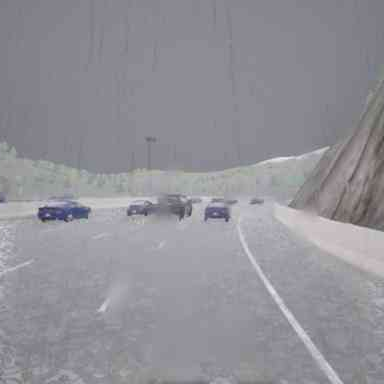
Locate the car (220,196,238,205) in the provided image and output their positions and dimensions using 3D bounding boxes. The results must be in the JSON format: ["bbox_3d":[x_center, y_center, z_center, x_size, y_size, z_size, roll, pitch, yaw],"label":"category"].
[{"bbox_3d":[6.977,1.722,60.483,1.895,1.301,4.718,1,0,22],"label":"car"}]

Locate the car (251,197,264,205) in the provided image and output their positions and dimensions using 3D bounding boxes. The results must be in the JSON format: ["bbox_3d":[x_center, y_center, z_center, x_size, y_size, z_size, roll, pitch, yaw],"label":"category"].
[{"bbox_3d":[12.632,1.713,63.924,1.837,1.490,4.892,0,0,23],"label":"car"}]

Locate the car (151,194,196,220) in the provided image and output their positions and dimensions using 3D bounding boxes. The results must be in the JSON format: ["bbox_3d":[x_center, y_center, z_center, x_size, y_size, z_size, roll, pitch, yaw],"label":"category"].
[{"bbox_3d":[-1.399,1.207,28.610,2.150,2.045,5.566,0,0,11],"label":"car"}]

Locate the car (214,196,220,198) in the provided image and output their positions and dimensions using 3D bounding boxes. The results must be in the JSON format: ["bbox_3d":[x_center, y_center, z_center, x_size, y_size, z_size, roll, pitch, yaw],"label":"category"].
[{"bbox_3d":[5.234,1.573,64.429,1.882,1.535,5.008,0,0,22],"label":"car"}]

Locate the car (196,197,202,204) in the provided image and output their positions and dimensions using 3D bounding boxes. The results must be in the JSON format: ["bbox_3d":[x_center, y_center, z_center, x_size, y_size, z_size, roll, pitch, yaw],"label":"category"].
[{"bbox_3d":[0.594,1.588,62.227,1.994,1.385,4.181,1,0,21],"label":"car"}]

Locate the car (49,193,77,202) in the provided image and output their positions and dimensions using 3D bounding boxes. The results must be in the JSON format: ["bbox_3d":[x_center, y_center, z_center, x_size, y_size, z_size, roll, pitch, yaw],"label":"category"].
[{"bbox_3d":[-22.750,0.998,58.870,2.128,1.511,4.902,1,0,17],"label":"car"}]

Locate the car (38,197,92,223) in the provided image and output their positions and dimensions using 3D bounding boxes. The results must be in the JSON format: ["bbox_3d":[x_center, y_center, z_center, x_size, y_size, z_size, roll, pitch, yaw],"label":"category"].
[{"bbox_3d":[-9.004,1.346,24.041,1.882,1.535,5.008,0,0,8],"label":"car"}]

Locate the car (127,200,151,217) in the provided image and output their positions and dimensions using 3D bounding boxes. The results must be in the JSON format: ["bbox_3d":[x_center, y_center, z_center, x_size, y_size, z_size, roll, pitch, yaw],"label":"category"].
[{"bbox_3d":[-4.434,1.465,30.128,1.812,1.442,4.674,1,0,10],"label":"car"}]

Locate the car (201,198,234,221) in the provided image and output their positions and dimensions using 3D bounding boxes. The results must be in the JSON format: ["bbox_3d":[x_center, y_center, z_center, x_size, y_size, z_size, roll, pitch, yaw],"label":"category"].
[{"bbox_3d":[2.201,1.518,27.488,1.882,1.535,5.008,0,0,10],"label":"car"}]
